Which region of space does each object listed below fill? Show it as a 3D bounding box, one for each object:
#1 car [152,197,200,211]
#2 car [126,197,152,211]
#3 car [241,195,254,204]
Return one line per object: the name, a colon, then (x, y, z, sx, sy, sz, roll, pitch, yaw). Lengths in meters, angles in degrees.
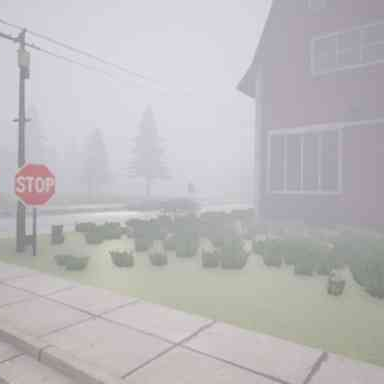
car: (-1.108, 1.225, 30.569, 1.837, 1.490, 4.892, 1, 1, 36)
car: (-4.401, 1.229, 32.320, 1.994, 1.385, 4.181, 1, 1, 36)
car: (9.162, 1.162, 50.567, 2.128, 1.511, 4.902, 1, 1, 37)
